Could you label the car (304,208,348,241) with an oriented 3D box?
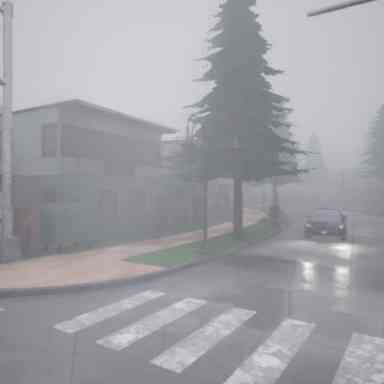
[{"bbox_3d":[6.969,1.556,17.218,1.812,1.442,4.674,0,0,25],"label":"car"}]
